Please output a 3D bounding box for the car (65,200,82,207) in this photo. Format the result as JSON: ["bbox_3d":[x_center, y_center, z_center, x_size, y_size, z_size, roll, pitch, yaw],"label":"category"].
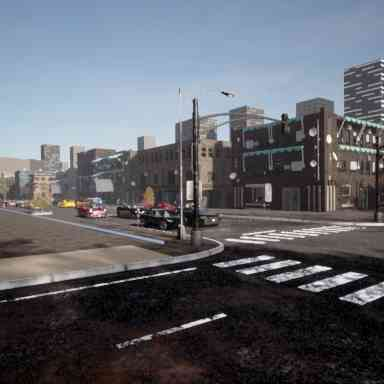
[{"bbox_3d":[-23.443,2.227,65.757,1.887,1.381,4.507,-1,0,-37],"label":"car"}]

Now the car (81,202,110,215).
[{"bbox_3d":[-11.846,1.975,40.623,1.812,1.442,4.674,-1,0,-36],"label":"car"}]

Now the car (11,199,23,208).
[{"bbox_3d":[-33.469,2.376,65.168,2.008,1.369,4.403,-1,0,-37],"label":"car"}]

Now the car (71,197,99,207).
[{"bbox_3d":[-16.952,1.909,52.770,2.097,1.767,4.553,-1,0,-37],"label":"car"}]

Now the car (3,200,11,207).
[{"bbox_3d":[-40.102,2.380,74.031,1.967,1.590,4.097,-1,0,-37],"label":"car"}]

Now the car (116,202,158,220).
[{"bbox_3d":[-5.721,1.825,32.421,2.128,1.511,4.902,-1,0,-37],"label":"car"}]

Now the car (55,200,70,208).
[{"bbox_3d":[-22.966,2.142,60.810,1.882,1.535,5.008,-1,0,-37],"label":"car"}]

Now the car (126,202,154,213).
[{"bbox_3d":[-6.863,1.966,43.597,1.802,1.307,4.206,-2,0,-37],"label":"car"}]

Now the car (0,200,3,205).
[{"bbox_3d":[-43.416,2.547,78.464,2.008,1.369,4.403,-1,0,-37],"label":"car"}]

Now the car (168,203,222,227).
[{"bbox_3d":[0.263,1.783,24.397,1.994,1.385,4.181,-1,0,-38],"label":"car"}]

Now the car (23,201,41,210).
[{"bbox_3d":[-26.735,2.233,56.167,1.752,1.417,4.829,-1,0,-37],"label":"car"}]

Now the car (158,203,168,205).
[{"bbox_3d":[-3.548,1.904,39.165,1.802,1.307,4.206,-2,0,-37],"label":"car"}]

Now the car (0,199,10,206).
[{"bbox_3d":[-46.731,2.597,82.895,1.887,1.381,4.507,-1,0,-37],"label":"car"}]

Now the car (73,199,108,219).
[{"bbox_3d":[-10.260,1.846,34.143,1.967,1.590,4.097,-2,0,-37],"label":"car"}]

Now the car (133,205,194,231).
[{"bbox_3d":[-2.042,1.815,22.959,1.947,1.339,4.313,-2,0,-37],"label":"car"}]

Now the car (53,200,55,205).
[{"bbox_3d":[-30.075,2.364,74.622,1.947,1.339,4.313,-1,0,-37],"label":"car"}]
